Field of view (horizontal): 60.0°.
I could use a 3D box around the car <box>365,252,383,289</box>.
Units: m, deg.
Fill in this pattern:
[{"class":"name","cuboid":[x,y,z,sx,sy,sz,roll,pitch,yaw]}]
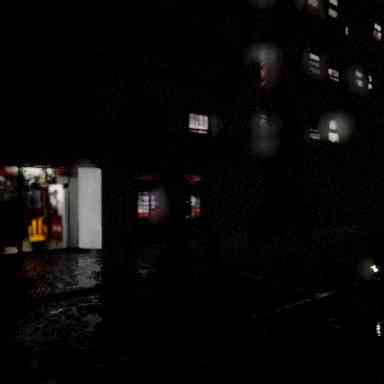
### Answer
[{"class":"car","cuboid":[6.277,1.479,7.847,5.357,1.411,2.033,-1,0,-35]}]
